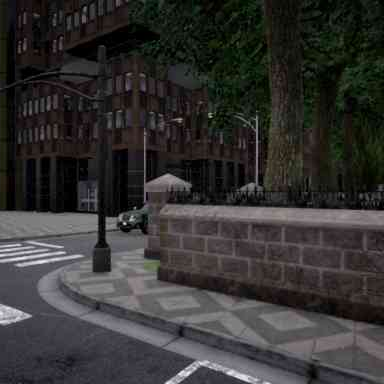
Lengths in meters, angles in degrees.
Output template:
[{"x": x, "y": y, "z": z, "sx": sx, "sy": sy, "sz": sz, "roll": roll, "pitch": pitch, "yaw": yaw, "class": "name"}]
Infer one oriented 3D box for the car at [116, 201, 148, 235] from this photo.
[{"x": -2.395, "y": 1.583, "z": 22.018, "sx": 2.150, "sy": 2.045, "sz": 5.566, "roll": 0, "pitch": -1, "yaw": 35, "class": "car"}]
